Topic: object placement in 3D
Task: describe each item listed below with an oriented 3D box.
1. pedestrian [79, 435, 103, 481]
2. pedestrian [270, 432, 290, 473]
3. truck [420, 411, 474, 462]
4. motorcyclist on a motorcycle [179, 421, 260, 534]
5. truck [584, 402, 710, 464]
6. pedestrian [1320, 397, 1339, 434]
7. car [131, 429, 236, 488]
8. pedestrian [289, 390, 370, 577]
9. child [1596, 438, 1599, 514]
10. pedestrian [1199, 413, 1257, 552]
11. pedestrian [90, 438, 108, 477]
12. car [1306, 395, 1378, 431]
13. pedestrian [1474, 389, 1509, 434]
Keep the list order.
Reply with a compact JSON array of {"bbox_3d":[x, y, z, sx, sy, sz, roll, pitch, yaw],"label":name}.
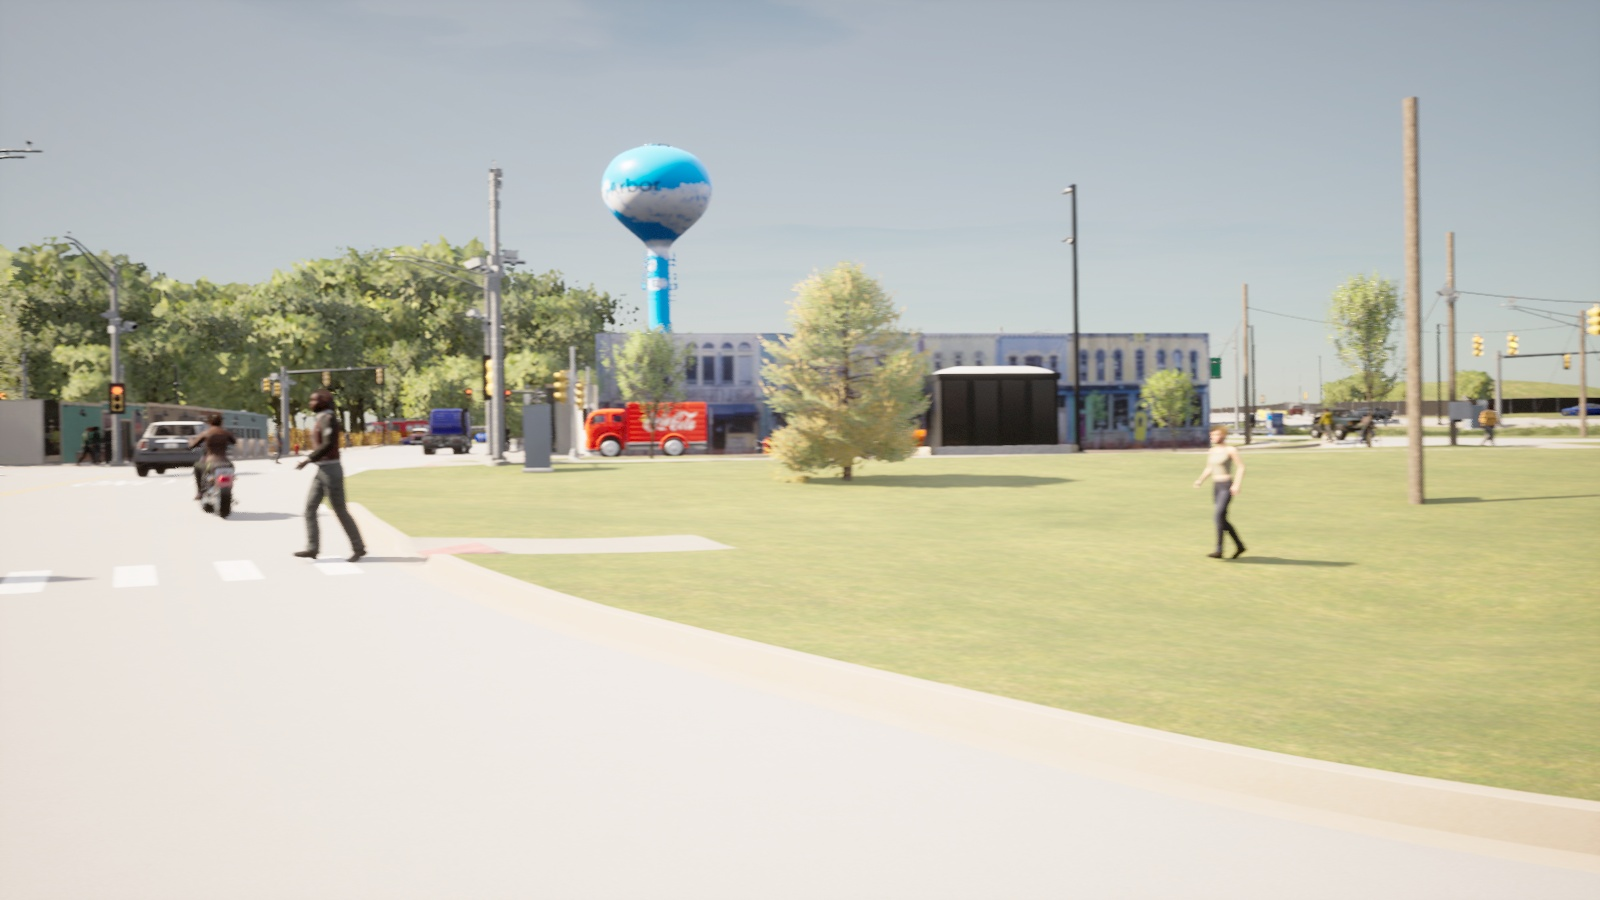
[{"bbox_3d":[-31.104,0.346,55.069,0.788,1.949,0.423,-2,0,-17],"label":"pedestrian"},{"bbox_3d":[-23.370,0.109,56.442,0.694,1.848,0.540,-2,0,-13],"label":"pedestrian"},{"bbox_3d":[-25.640,-0.970,91.639,2.891,3.462,7.936,-2,1,-10],"label":"truck"},{"bbox_3d":[-9.162,0.400,19.762,0.766,1.649,2.350,-3,1,-33],"label":"motorcyclist on a motorcycle"},{"bbox_3d":[-6.596,-0.714,54.062,5.204,2.467,2.627,-2,0,-8],"label":"truck"},{"bbox_3d":[27.033,-1.767,64.109,0.431,1.840,0.709,-2,0,-23],"label":"pedestrian"},{"bbox_3d":[-17.091,0.213,34.973,1.970,1.475,3.806,-2,1,-17],"label":"car"},{"bbox_3d":[-4.972,0.341,13.272,0.666,1.930,0.402,-2,0,-34],"label":"pedestrian"},{"bbox_3d":[13.419,0.423,20.661,0.437,1.263,0.270,-2,0,-11],"label":"child"},{"bbox_3d":[5.771,0.426,16.940,0.594,1.836,0.345,-2,0,-16],"label":"pedestrian"},{"bbox_3d":[-33.309,0.337,59.700,0.353,1.847,0.614,-2,0,19],"label":"pedestrian"},{"bbox_3d":[30.827,-2.078,71.515,1.905,1.878,3.866,-2,1,-10],"label":"car"},{"bbox_3d":[29.206,-1.625,53.030,0.874,1.855,0.900,-2,0,-8],"label":"pedestrian"}]
